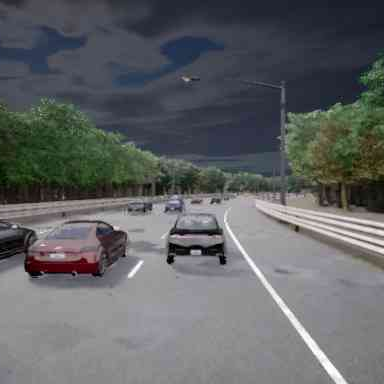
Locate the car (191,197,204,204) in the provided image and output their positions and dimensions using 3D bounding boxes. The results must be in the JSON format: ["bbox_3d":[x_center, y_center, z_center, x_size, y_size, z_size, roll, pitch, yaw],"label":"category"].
[{"bbox_3d":[1.116,1.632,63.910,1.895,1.301,4.718,0,0,9],"label":"car"}]

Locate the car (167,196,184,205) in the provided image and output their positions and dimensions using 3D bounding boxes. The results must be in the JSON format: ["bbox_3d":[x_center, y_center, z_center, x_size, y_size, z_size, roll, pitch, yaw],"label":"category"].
[{"bbox_3d":[-2.957,1.565,60.406,2.033,1.411,5.357,1,0,9],"label":"car"}]

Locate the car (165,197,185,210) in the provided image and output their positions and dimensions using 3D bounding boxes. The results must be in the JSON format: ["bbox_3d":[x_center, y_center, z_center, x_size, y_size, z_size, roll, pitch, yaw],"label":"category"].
[{"bbox_3d":[-1.843,1.546,37.127,1.812,1.442,4.674,0,0,5],"label":"car"}]

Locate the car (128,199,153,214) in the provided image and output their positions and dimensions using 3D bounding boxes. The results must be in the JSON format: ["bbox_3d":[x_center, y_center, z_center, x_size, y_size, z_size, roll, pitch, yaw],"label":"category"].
[{"bbox_3d":[-5.477,1.502,35.668,2.128,1.511,4.902,0,0,5],"label":"car"}]

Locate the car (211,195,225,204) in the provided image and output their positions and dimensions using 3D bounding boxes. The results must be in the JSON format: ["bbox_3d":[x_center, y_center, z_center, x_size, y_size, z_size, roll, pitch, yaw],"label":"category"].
[{"bbox_3d":[4.687,1.540,63.702,1.837,1.490,4.892,0,0,8],"label":"car"}]

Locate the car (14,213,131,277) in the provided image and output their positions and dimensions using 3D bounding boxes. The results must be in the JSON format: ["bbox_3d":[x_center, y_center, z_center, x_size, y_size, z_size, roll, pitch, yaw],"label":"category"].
[{"bbox_3d":[-3.281,1.564,10.260,1.994,1.385,4.181,0,0,1],"label":"car"}]

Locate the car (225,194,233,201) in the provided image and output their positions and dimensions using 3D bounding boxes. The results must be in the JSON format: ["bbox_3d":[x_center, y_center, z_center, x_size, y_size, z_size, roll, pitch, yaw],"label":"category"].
[{"bbox_3d":[8.689,1.514,86.845,2.128,1.511,4.902,0,0,12],"label":"car"}]

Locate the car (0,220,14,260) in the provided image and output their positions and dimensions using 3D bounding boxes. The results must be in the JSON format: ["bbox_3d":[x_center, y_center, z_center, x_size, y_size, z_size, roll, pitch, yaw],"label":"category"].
[{"bbox_3d":[-6.781,1.559,10.790,1.994,1.385,4.181,0,0,2],"label":"car"}]

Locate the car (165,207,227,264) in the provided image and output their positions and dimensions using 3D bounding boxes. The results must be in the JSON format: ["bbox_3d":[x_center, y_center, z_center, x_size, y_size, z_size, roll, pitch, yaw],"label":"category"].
[{"bbox_3d":[0.183,1.500,11.868,2.128,1.511,4.902,0,0,2],"label":"car"}]
